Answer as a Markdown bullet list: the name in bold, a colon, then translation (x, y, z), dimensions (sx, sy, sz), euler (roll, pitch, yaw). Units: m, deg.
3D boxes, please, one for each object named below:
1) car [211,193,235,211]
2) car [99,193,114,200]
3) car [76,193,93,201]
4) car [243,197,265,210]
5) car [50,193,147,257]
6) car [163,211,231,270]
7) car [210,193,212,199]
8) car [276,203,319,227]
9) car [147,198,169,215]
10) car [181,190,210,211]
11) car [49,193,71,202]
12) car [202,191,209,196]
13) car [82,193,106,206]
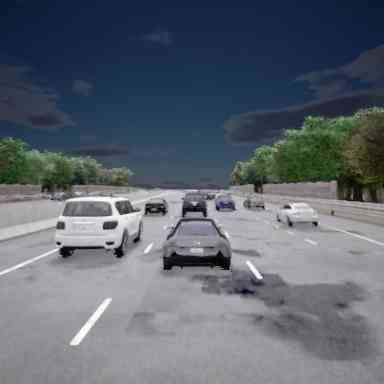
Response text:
- **car**: translation (3.649, 1.126, 37.800), dimensions (2.097, 1.767, 4.553), euler (0, 1, 0)
- **car**: translation (-17.227, 0.918, 67.065), dimensions (1.994, 1.385, 4.181), euler (0, 1, 0)
- **car**: translation (-20.742, 0.972, 64.219), dimensions (1.994, 1.385, 4.181), euler (0, 1, 0)
- **car**: translation (7.225, 1.307, 39.007), dimensions (2.033, 1.411, 5.357), euler (0, 1, 1)
- **car**: translation (-3.356, 1.199, 12.973), dimensions (2.150, 2.045, 5.566), euler (0, 0, 0)
- **car**: translation (0.139, 1.550, 11.017), dimensions (1.994, 1.385, 4.181), euler (0, 0, 0)
- **car**: translation (3.774, 0.852, 67.059), dimensions (1.882, 1.535, 5.008), euler (0, 1, 0)
- **car**: translation (7.004, 1.454, 22.352), dimensions (1.812, 1.442, 4.674), euler (0, 0, 1)
- **car**: translation (-3.278, 1.320, 31.391), dimensions (1.882, 1.535, 5.008), euler (0, 1, 0)
- **car**: translation (0.216, 1.080, 30.051), dimensions (2.150, 2.045, 5.566), euler (0, 1, 0)
- **car**: translation (-24.257, 1.002, 61.362), dimensions (2.033, 1.411, 5.357), euler (0, 1, 0)
- **car**: translation (3.884, 0.443, 93.339), dimensions (1.812, 1.442, 4.674), euler (0, 1, 0)
- **car**: translation (-13.887, 1.001, 47.564), dimensions (2.097, 1.767, 4.553), euler (0, 1, 0)
